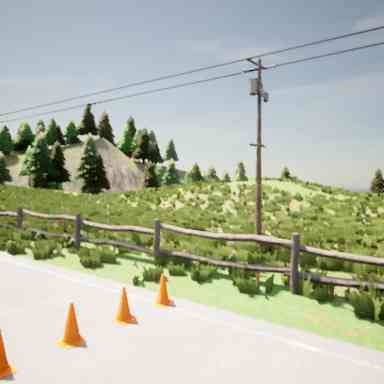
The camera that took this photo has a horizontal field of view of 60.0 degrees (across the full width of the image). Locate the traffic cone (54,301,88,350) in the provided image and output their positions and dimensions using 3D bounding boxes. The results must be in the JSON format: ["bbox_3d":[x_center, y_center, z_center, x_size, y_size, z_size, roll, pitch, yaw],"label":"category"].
[{"bbox_3d":[-1.734,1.869,4.782,0.340,0.580,0.340,2,1,36],"label":"traffic cone"}]

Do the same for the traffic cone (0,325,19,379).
[{"bbox_3d":[-2.319,1.868,3.971,0.340,0.580,0.340,2,1,36],"label":"traffic cone"}]

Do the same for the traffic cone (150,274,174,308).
[{"bbox_3d":[-0.565,1.870,6.405,0.340,0.580,0.340,2,1,36],"label":"traffic cone"}]

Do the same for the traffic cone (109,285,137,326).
[{"bbox_3d":[-1.150,1.870,5.594,0.340,0.580,0.340,2,1,36],"label":"traffic cone"}]
